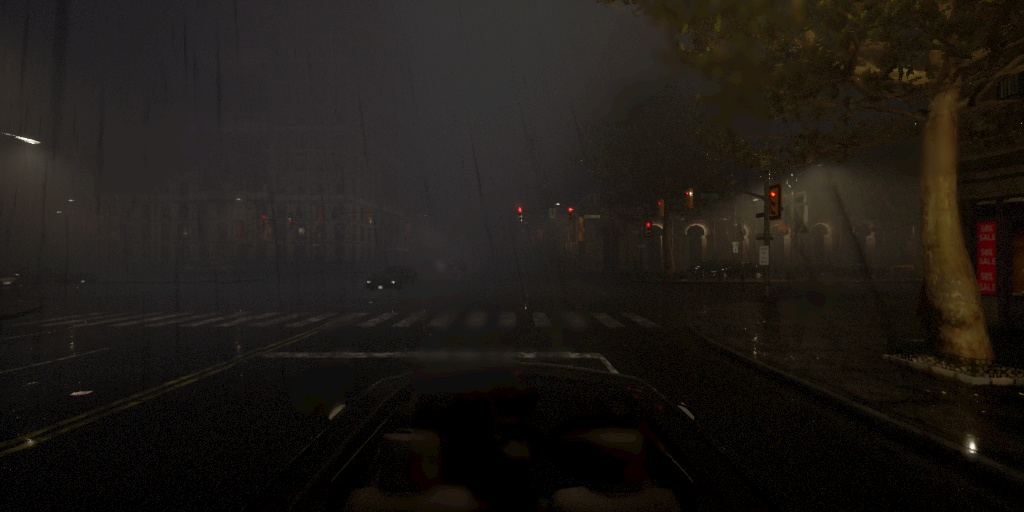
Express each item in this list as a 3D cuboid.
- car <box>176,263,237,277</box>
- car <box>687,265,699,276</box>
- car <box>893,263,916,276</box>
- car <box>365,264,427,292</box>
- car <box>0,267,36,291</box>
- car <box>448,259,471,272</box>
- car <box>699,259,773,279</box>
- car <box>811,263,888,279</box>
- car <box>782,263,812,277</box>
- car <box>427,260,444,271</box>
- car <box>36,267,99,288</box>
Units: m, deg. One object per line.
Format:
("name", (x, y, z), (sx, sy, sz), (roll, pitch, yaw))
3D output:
("car", (-29.857, 1.351, 35.110), (4.718, 1.301, 1.895), (0, 0, 1))
("car", (19.456, 1.102, 34.733), (4.553, 1.767, 2.097), (0, 0, 0))
("car", (39.859, 1.228, 34.536), (5.008, 1.535, 1.882), (0, 0, 1))
("car", (-7.039, 1.297, 21.844), (2.033, 1.411, 5.357), (0, 0, 0))
("car", (-30.499, 1.242, 19.988), (4.902, 1.511, 2.128), (0, 0, 1))
("car", (-6.956, 1.242, 46.285), (2.128, 1.511, 4.902), (0, 0, 0))
("car", (19.436, 1.255, 31.231), (4.892, 1.490, 1.837), (0, 0, 1))
("car", (29.383, 1.351, 31.142), (4.718, 1.301, 1.895), (0, 0, 1))
("car", (29.396, 1.351, 34.642), (4.718, 1.301, 1.895), (0, 0, 1))
("car", (-10.450, 1.298, 48.181), (2.033, 1.411, 5.357), (0, 0, 0))
("car", (-30.277, 1.351, 23.485), (4.718, 1.301, 1.895), (0, 0, 1))
